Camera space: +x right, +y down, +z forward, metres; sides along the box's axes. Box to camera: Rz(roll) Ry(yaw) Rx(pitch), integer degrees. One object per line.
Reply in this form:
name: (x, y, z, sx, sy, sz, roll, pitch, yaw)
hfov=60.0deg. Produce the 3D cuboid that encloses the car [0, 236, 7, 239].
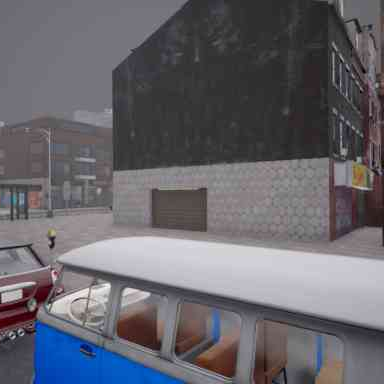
car: (-4.032, 1.442, 5.650, 4.097, 1.590, 1.967, 0, 0, 35)

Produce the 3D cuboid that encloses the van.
van: (0.414, 1.341, 2.519, 3.998, 1.788, 1.690, 0, 0, 35)

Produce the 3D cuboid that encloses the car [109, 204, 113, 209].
car: (-7.257, 1.544, 38.622, 1.895, 1.301, 4.718, -1, 0, 35)
